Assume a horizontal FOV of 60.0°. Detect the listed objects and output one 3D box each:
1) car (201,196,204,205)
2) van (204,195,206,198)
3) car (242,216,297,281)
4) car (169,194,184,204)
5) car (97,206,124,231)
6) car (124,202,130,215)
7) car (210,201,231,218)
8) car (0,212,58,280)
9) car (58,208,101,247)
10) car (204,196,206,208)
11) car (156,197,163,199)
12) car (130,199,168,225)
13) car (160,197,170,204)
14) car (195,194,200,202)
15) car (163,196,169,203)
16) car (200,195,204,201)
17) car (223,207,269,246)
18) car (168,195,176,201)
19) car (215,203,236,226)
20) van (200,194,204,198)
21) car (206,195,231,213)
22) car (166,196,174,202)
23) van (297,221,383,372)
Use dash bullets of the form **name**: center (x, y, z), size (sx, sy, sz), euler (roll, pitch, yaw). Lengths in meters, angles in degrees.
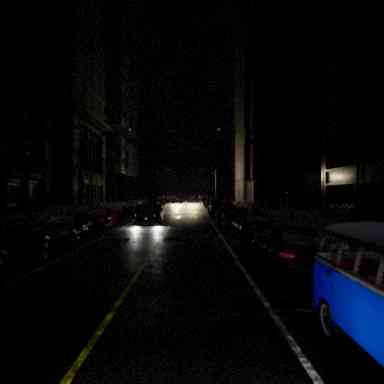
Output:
- **car**: center (2.767, 1.669, 49.057), size (2.008, 1.369, 4.403), euler (0, 0, 0)
- **van**: center (2.768, 1.445, 43.420), size (1.690, 1.788, 3.998), euler (0, 0, 0)
- **car**: center (2.766, 1.602, 9.599), size (1.802, 1.307, 4.206), euler (0, 0, 0)
- **car**: center (-3.009, 1.690, 65.934), size (1.812, 1.442, 4.674), euler (0, 0, 0)
- **car**: center (-5.759, 1.628, 20.868), size (1.802, 1.307, 4.206), euler (0, 0, 0)
- **car**: center (-5.759, 1.657, 32.140), size (1.802, 1.307, 4.206), euler (0, 0, 0)
- **car**: center (2.766, 1.626, 26.509), size (1.947, 1.339, 4.313), euler (0, 0, 0)
- **car**: center (-5.758, 1.460, 9.595), size (1.967, 1.590, 4.097), euler (0, 0, 0)
- **car**: center (-5.759, 1.615, 15.231), size (1.802, 1.307, 4.206), euler (0, 0, 0)
- **car**: center (2.767, 1.529, 37.784), size (1.967, 1.590, 4.097), euler (0, 0, 0)
- **car**: center (-5.758, 1.684, 49.050), size (1.947, 1.339, 4.313), euler (0, 0, 0)
- **car**: center (-3.098, 1.561, 24.851), size (1.837, 1.490, 4.892), euler (0, 0, 0)
- **car**: center (-5.758, 1.750, 71.594), size (1.947, 1.339, 4.313), euler (0, 0, 0)
- **car**: center (2.357, 1.713, 79.946), size (1.837, 1.490, 4.892), euler (0, 0, 0)
- **car**: center (-5.758, 1.590, 60.323), size (1.967, 1.590, 4.097), euler (0, 0, 0)
- **car**: center (2.767, 1.660, 54.862), size (1.752, 1.417, 4.829), euler (0, 0, 0)
- **car**: center (2.766, 1.583, 15.237), size (2.008, 1.369, 4.403), euler (0, 0, 0)
- **car**: center (-5.757, 1.692, 94.140), size (1.967, 1.590, 4.097), euler (0, 0, 0)
- **car**: center (2.766, 1.612, 20.873), size (1.947, 1.339, 4.313), euler (0, 0, 0)
- **van**: center (2.768, 1.491, 60.330), size (1.690, 1.788, 3.998), euler (0, 0, 0)
- **car**: center (2.768, 1.390, 32.147), size (2.192, 1.841, 5.009), euler (0, 0, 0)
- **car**: center (-5.757, 1.801, 88.503), size (1.947, 1.339, 4.313), euler (0, 0, 0)
- **van**: center (2.767, 1.349, 3.964), size (1.690, 1.788, 3.998), euler (0, 0, 0)
